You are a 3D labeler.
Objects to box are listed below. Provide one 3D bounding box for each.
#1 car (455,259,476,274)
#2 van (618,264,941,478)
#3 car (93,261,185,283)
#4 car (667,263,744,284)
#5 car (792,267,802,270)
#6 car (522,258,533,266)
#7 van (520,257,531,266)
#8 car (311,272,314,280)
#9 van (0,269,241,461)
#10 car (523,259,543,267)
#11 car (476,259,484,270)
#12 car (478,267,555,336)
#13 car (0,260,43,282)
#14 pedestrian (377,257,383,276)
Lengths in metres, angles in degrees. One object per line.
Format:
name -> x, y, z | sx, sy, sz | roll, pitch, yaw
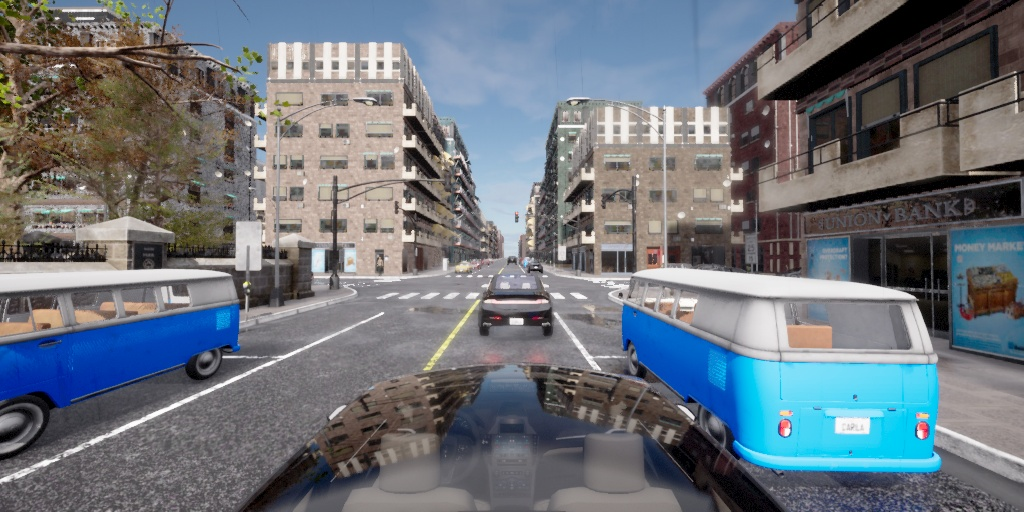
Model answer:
car -> -5.673, 1.291, 42.439 | 1.751, 1.417, 4.829 | 0, 0, 0
van -> 2.660, 1.092, 4.659 | 1.690, 1.789, 3.998 | 0, 0, 0
car -> -26.404, 1.120, 25.483 | 4.674, 1.442, 1.812 | 0, -1, 1
car -> 15.102, 1.358, 28.175 | 5.008, 1.535, 1.882 | 0, -1, 1
car -> 25.003, 1.462, 28.052 | 4.674, 1.442, 1.812 | 0, -1, 1
car -> 2.710, 1.318, 48.249 | 2.007, 1.370, 4.403 | 0, 0, 0
van -> 2.715, 1.114, 59.533 | 1.690, 1.789, 3.998 | 0, 0, 0
car -> -16.578, 1.000, 25.364 | 4.553, 1.767, 2.097 | 0, -1, 1
van -> -5.655, 1.092, 4.664 | 1.690, 1.789, 3.998 | 0, 0, 0
car -> 2.708, 1.331, 42.606 | 1.948, 1.339, 4.313 | 0, 0, 0
car -> -5.669, 1.210, 53.895 | 1.967, 1.591, 4.097 | 0, 0, 0
car -> 0.103, 1.244, 10.390 | 2.128, 1.511, 4.902 | 0, 0, 0
car -> -37.161, 1.041, 25.623 | 4.892, 1.490, 1.837 | 1, -1, 1
pedestrian -> -12.526, 0.968, 34.054 | 0.375, 1.860, 0.375 | 0, -1, 1
